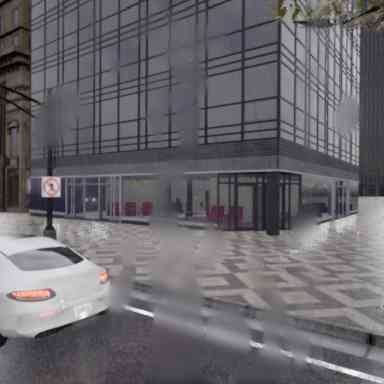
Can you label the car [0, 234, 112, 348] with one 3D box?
[{"bbox_3d":[-3.453,1.522,6.143,4.674,1.442,1.812,0,0,35],"label":"car"}]
